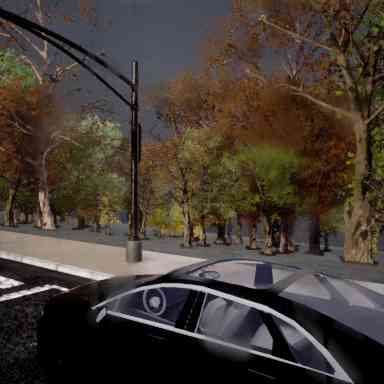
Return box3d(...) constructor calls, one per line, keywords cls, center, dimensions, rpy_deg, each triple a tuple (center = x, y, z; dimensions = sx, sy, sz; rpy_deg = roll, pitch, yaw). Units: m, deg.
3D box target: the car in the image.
box3d(cls="car", center=(0.246, 1.491, 3.497), dimensions=(4.902, 1.511, 2.128), rpy_deg=(0, 0, 37))
